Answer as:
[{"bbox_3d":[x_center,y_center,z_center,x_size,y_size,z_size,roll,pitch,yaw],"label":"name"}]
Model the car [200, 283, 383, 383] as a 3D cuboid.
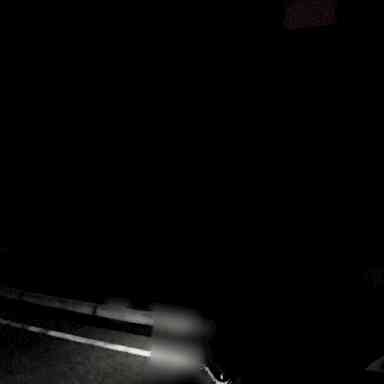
[{"bbox_3d":[2.479,1.542,2.864,4.892,1.490,1.837,0,0,18],"label":"car"}]
